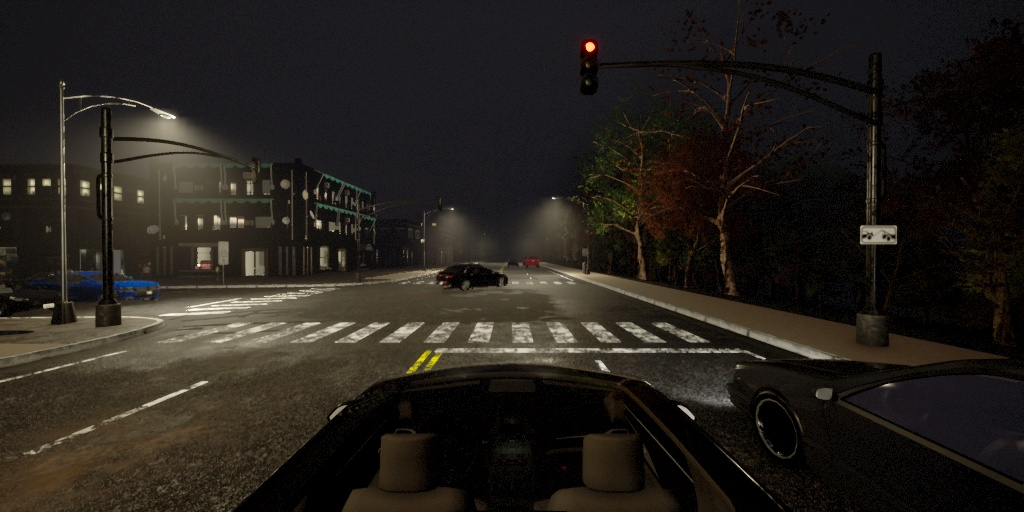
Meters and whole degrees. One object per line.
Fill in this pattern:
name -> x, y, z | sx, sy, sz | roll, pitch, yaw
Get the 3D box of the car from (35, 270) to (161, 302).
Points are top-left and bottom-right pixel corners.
car -> -19.142, 1.440, 16.452 | 5.008, 1.535, 1.882 | -1, 1, 0

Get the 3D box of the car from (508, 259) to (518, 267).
car -> 0.196, 1.204, 64.239 | 1.882, 1.535, 5.008 | 0, 0, 0

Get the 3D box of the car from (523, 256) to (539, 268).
car -> 3.443, 0.951, 61.583 | 2.150, 2.045, 5.566 | 0, 0, 0

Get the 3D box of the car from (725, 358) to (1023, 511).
car -> 3.326, 1.297, 1.762 | 2.033, 1.411, 5.357 | 0, 0, 3

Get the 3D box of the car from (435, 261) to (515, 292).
car -> -2.314, 1.250, 21.644 | 1.837, 1.490, 4.892 | 3, 2, 42

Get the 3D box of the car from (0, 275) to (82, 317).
car -> -19.930, 1.565, 13.755 | 4.313, 1.339, 1.948 | 0, 0, 0
